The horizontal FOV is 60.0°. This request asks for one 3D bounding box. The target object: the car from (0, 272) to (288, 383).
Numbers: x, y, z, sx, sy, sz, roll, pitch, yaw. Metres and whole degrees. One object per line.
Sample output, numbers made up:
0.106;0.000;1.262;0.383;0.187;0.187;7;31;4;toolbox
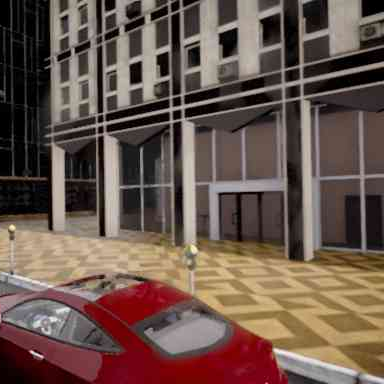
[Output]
-1.099;1.589;3.675;4.206;1.307;1.802;0;-1;36;car
